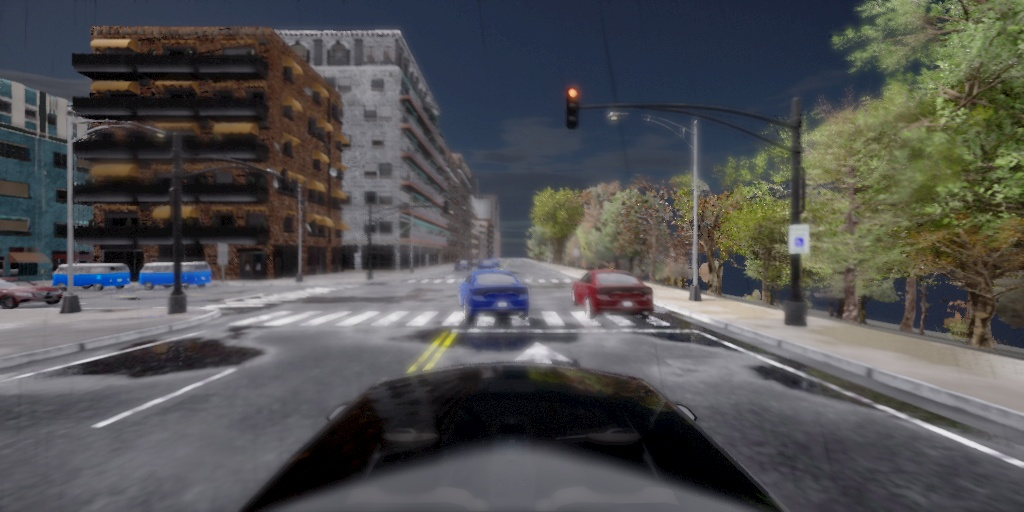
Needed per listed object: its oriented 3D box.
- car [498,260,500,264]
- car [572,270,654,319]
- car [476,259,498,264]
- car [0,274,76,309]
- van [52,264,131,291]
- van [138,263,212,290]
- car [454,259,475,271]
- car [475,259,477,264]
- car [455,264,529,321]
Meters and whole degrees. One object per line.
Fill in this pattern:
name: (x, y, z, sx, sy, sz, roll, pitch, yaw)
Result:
car: (-3.128, 1.226, 63.158, 1.882, 1.535, 5.008, 0, 0, 1)
car: (3.351, 1.224, 12.753, 1.882, 1.535, 5.008, 0, 0, 0)
car: (-3.211, 1.221, 47.598, 1.882, 1.535, 5.008, 0, 0, 0)
car: (-22.595, 1.615, 15.851, 4.207, 1.307, 1.802, 0, 0, -1)
van: (-28.261, 1.412, 24.136, 3.998, 1.789, 1.690, 0, 0, -1)
van: (-22.660, 1.339, 24.198, 3.998, 1.789, 1.690, 0, 0, -1)
car: (-6.462, 1.268, 47.610, 1.812, 1.442, 4.674, 0, 0, 0)
car: (-6.377, 1.252, 63.155, 1.837, 1.490, 4.892, 0, 0, 1)
car: (-0.804, 1.225, 12.629, 1.882, 1.535, 5.008, 0, 0, -12)
